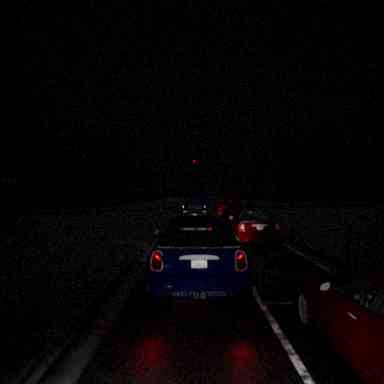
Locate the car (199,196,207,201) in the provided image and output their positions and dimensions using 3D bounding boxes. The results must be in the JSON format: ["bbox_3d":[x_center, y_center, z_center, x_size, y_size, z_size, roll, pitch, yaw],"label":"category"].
[{"bbox_3d":[2.860,1.636,84.510,1.887,1.381,4.507,-1,0,0],"label":"car"}]

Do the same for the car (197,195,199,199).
[{"bbox_3d":[2.845,1.628,79.103,2.008,1.369,4.403,-1,0,0],"label":"car"}]

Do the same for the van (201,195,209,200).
[{"bbox_3d":[2.769,1.365,52.072,1.690,1.788,3.998,-1,0,0],"label":"van"}]

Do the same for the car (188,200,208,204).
[{"bbox_3d":[0.174,1.563,26.009,1.994,1.385,4.181,0,0,-1],"label":"car"}]

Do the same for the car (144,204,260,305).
[{"bbox_3d":[0.100,1.349,8.262,2.097,1.767,4.553,0,0,-1],"label":"car"}]

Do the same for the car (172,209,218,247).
[{"bbox_3d":[0.139,1.597,15.997,1.895,1.301,4.718,0,0,0],"label":"car"}]

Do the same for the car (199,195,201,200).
[{"bbox_3d":[2.783,1.347,57.478,2.192,1.841,5.009,-1,0,0],"label":"car"}]

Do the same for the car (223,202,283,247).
[{"bbox_3d":[2.669,1.436,14.906,1.967,1.590,4.097,-1,0,0],"label":"car"}]

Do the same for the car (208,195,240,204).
[{"bbox_3d":[2.697,1.314,25.710,2.192,1.841,5.009,-1,0,0],"label":"car"}]

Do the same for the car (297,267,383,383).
[{"bbox_3d":[2.641,1.580,4.101,1.802,1.307,4.206,-1,0,0],"label":"car"}]
